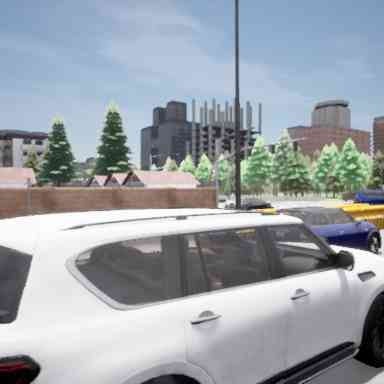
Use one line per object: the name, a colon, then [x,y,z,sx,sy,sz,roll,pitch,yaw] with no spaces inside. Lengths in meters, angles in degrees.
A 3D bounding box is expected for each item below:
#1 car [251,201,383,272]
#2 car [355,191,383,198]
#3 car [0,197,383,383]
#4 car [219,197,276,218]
car: [4.370,1.260,11.154,4.553,1.767,2.097,-1,0,-35]
car: [20.298,0.879,35.383,5.566,2.045,2.150,0,1,35]
car: [0.359,1.200,4.000,5.566,2.045,2.150,-1,1,-35]
car: [4.861,1.287,28.744,5.008,1.535,1.882,0,2,-38]
